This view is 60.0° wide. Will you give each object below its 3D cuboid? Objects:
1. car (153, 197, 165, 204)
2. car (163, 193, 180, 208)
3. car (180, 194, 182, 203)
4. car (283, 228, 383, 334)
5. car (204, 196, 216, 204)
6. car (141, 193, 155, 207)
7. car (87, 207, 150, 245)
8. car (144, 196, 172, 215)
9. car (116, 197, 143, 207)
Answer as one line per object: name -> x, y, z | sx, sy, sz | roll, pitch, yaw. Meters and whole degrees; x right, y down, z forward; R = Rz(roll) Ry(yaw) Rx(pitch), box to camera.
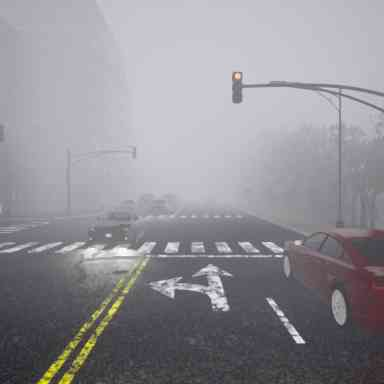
car -> -6.527, 1.623, 66.398 | 1.895, 1.301, 4.718 | 0, 0, 0
car -> -3.355, 1.232, 49.217 | 2.150, 2.045, 5.566 | 0, 0, 0
car -> -3.264, 1.248, 68.911 | 2.150, 2.045, 5.566 | 0, 0, 0
car -> 3.349, 1.477, 6.908 | 1.882, 1.535, 5.008 | 0, 0, 0
car -> 3.344, 1.545, 62.215 | 1.812, 1.442, 4.674 | 0, 0, 0
car -> -6.608, 1.233, 49.373 | 2.150, 2.045, 5.566 | 0, 0, 0
car -> -3.359, 1.576, 15.349 | 1.994, 1.385, 4.181 | 0, -1, 0
car -> -3.355, 1.508, 33.922 | 1.837, 1.490, 4.892 | 0, 0, 0
car -> -6.605, 1.529, 34.258 | 1.812, 1.442, 4.674 | 0, 0, 0
